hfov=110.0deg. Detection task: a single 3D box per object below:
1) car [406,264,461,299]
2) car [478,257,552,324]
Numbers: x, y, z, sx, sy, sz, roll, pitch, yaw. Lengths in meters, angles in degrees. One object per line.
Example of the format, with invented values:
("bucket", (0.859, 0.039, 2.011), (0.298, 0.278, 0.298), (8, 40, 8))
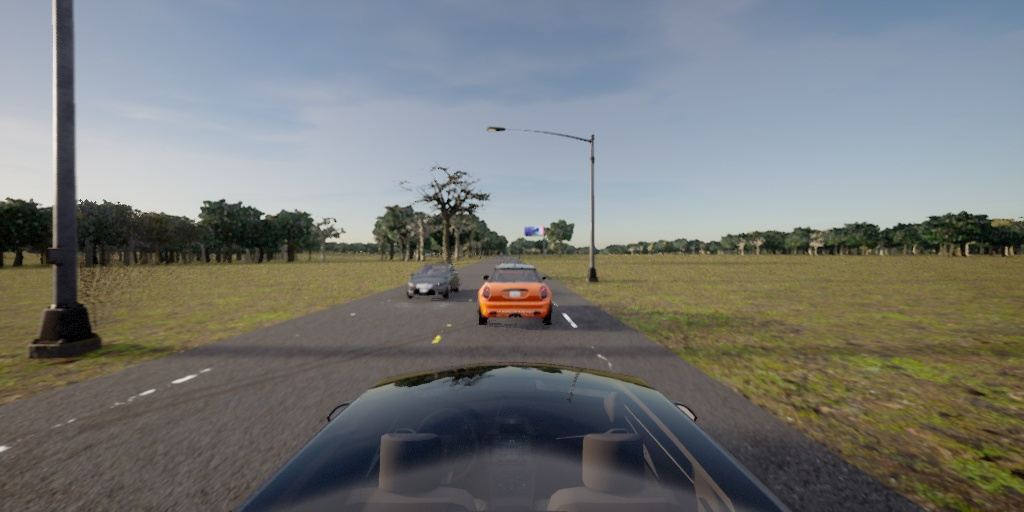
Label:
("car", (-3.623, 1.138, 17.204), (2.128, 1.511, 4.902), (0, 0, 0))
("car", (0.079, 1.038, 11.855), (2.097, 1.767, 4.553), (0, 0, 0))
